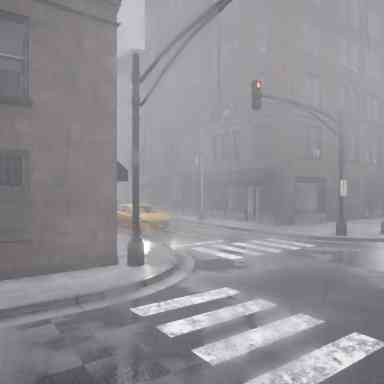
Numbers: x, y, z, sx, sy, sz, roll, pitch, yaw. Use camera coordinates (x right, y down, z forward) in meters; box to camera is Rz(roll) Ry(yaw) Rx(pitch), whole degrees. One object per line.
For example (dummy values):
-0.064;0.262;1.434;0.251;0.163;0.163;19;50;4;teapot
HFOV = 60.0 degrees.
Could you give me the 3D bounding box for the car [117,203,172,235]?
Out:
-2.939;1.382;18.388;1.882;1.535;5.008;0;0;-34;car
